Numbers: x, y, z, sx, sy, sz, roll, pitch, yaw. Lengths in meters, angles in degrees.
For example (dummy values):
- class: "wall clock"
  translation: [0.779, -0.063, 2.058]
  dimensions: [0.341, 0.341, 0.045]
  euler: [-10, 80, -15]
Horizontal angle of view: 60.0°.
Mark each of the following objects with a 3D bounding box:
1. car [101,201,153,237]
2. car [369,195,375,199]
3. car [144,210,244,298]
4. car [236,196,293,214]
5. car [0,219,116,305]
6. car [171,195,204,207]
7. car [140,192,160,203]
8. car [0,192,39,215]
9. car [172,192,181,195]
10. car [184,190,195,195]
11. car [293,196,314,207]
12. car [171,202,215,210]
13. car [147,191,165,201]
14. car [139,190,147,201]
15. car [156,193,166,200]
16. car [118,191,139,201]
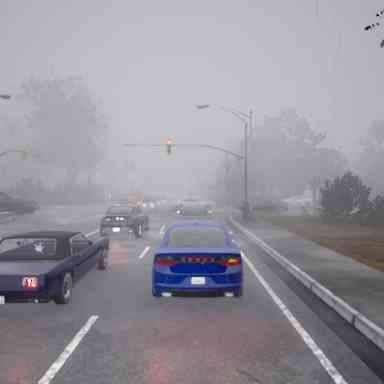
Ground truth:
- class: "car"
  translation: [-3.374, 1.414, 17.257]
  dimensions: [1.837, 1.490, 4.892]
  euler: [0, 0, 0]
- class: "car"
  translation: [22.478, 1.206, 43.291]
  dimensions: [4.892, 1.490, 1.837]
  euler: [0, 0, -3]
- class: "car"
  translation: [0.114, 1.452, 8.552]
  dimensions: [1.882, 1.535, 5.008]
  euler: [0, 0, 0]
- class: "car"
  translation: [6.630, 1.285, 31.701]
  dimensions: [4.902, 1.511, 2.128]
  euler: [0, 0, -3]
- class: "car"
  translation: [-3.387, 1.579, 8.005]
  dimensions: [1.895, 1.301, 4.718]
  euler: [0, 0, 0]
- class: "car"
  translation: [0.076, 1.294, 34.856]
  dimensions: [4.674, 1.442, 1.812]
  euler: [0, 0, -3]
- class: "car"
  translation: [-7.008, 1.168, 55.473]
  dimensions: [1.994, 1.385, 4.181]
  euler: [0, 1, 0]
- class: "car"
  translation: [-17.070, 1.026, 30.389]
  dimensions: [5.566, 2.045, 2.150]
  euler: [0, 0, -3]
- class: "car"
  translation: [-3.792, 0.822, 84.375]
  dimensions: [2.033, 1.411, 5.357]
  euler: [0, 1, -3]
- class: "car"
  translation: [-0.342, 0.481, 85.425]
  dimensions: [2.150, 2.045, 5.566]
  euler: [0, 1, -4]
- class: "car"
  translation: [13.289, 1.231, 42.784]
  dimensions: [4.674, 1.442, 1.812]
  euler: [0, 0, -3]
- class: "car"
  translation: [0.126, 1.471, 17.533]
  dimensions: [1.994, 1.385, 4.181]
  euler: [0, 0, 0]
- class: "car"
  translation: [-6.966, 1.003, 64.281]
  dimensions: [1.882, 1.535, 5.008]
  euler: [0, 1, 0]
- class: "car"
  translation: [-10.464, 0.755, 63.447]
  dimensions: [2.150, 2.045, 5.566]
  euler: [0, 1, 0]
- class: "car"
  translation: [-6.986, 1.011, 74.306]
  dimensions: [1.895, 1.301, 4.718]
  euler: [0, 1, -1]
- class: "car"
  translation: [-10.537, 0.969, 53.863]
  dimensions: [2.097, 1.767, 4.553]
  euler: [0, 0, 1]
